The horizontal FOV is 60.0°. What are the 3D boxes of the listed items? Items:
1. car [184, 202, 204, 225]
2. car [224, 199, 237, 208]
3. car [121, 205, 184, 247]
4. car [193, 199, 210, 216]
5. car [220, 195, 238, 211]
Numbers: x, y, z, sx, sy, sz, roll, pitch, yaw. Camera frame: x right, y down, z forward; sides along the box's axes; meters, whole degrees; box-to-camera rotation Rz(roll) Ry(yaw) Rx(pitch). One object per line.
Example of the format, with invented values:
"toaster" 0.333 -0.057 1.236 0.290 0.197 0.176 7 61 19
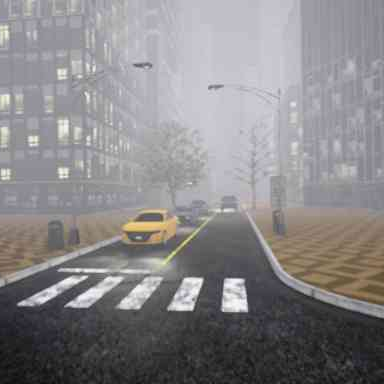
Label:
"car" -0.578 1.742 25.923 2.033 1.411 5.357 -1 0 8
"car" 6.317 1.870 54.461 2.033 1.411 5.357 -1 0 8
"car" -1.872 1.619 16.125 1.882 1.535 5.008 -1 0 7
"car" 0.774 1.604 36.098 2.097 1.767 4.553 -1 0 8
"car" 4.951 1.479 44.167 2.150 2.045 5.566 -1 0 8
